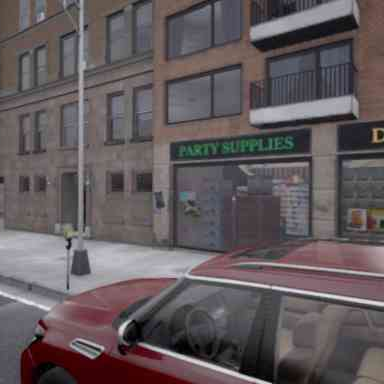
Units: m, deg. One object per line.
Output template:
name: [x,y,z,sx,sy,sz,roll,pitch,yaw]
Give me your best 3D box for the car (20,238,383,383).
car: [0.783,1.318,2.507,5.009,1.841,2.192,0,0,35]
